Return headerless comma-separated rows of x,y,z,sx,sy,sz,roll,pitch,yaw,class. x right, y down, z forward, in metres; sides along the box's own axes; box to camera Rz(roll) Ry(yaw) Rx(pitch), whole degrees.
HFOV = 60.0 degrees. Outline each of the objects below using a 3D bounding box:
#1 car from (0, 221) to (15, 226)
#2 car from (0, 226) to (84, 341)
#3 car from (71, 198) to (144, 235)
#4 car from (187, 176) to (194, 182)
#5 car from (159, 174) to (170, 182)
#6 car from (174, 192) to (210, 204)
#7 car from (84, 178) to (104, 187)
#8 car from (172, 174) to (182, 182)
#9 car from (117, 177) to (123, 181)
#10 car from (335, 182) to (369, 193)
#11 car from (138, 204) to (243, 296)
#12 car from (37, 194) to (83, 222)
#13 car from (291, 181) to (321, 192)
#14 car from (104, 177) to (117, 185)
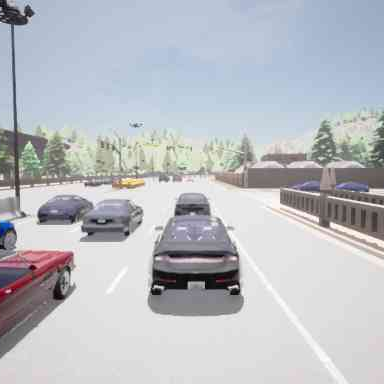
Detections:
-6.938,1.261,9.387,1.882,1.535,5.008,0,2,0,car
-3.420,1.528,5.092,1.895,1.301,4.718,0,1,0,car
-3.466,1.012,15.258,2.033,1.411,5.357,0,3,0,car
-0.441,-3.452,89.659,1.812,1.442,4.674,0,3,0,car
-7.427,-3.605,86.968,2.150,2.045,5.566,0,3,0,car
0.020,0.746,18.651,1.882,1.535,5.008,0,4,0,car
-17.854,-1.590,59.818,1.895,1.301,4.718,0,3,0,car
-3.927,-3.606,86.986,2.150,2.045,5.566,0,3,0,car
-17.892,-2.878,80.067,1.812,1.442,4.674,0,3,0,car
18.042,-0.399,38.623,4.674,1.442,1.812,0,3,2,car
0.067,1.321,8.215,2.128,1.511,4.902,0,2,0,car
-6.984,0.820,18.803,1.994,1.385,4.181,0,3,0,car
15.006,-0.614,42.216,4.674,1.442,1.812,0,3,2,car
-17.840,-2.246,69.763,2.033,1.411,5.357,0,3,0,car
